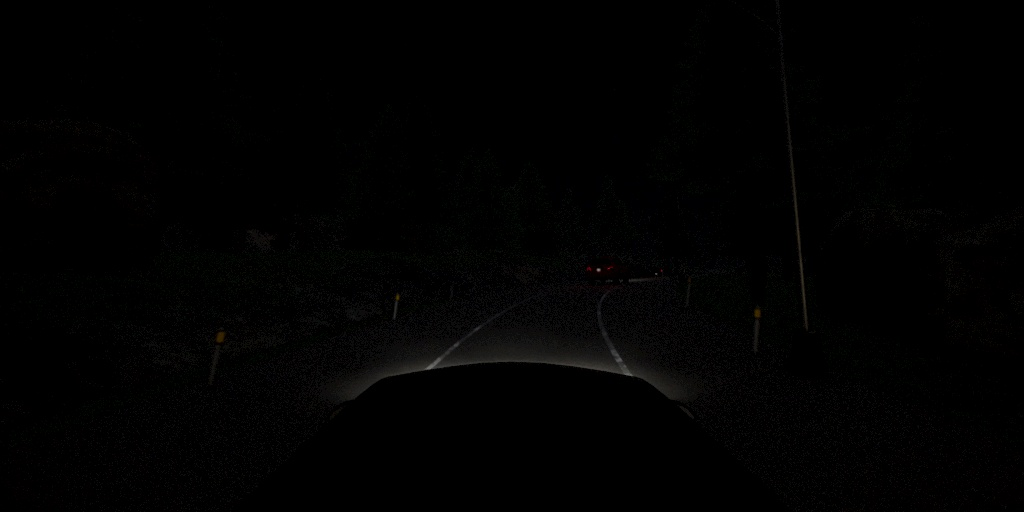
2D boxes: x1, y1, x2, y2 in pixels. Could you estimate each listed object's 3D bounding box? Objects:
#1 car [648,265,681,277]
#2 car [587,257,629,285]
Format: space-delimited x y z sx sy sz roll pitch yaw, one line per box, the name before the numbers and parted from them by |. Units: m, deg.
car | 17.137 1.675 40.145 4.718 1.301 1.895 1 -5 -44
car | 7.539 1.131 27.991 2.150 2.045 5.566 -4 -2 30
